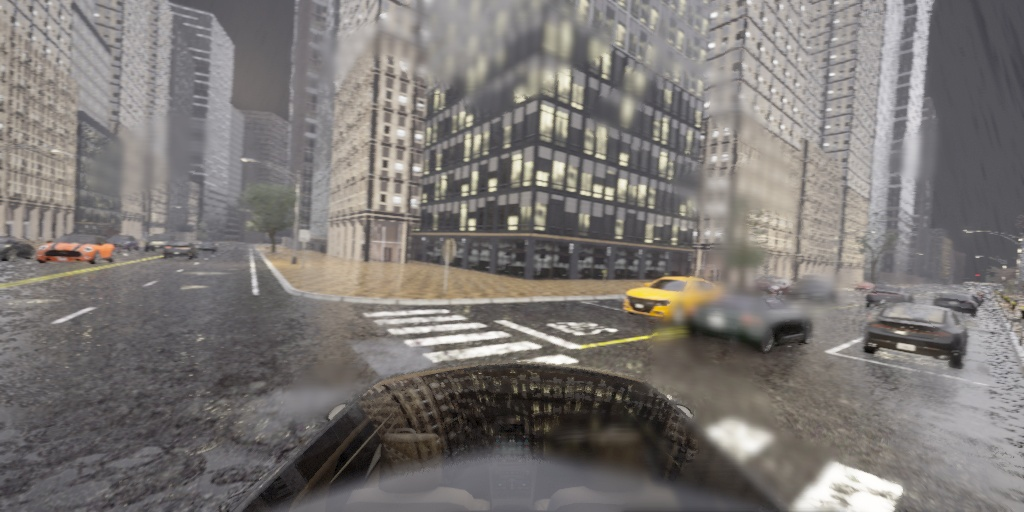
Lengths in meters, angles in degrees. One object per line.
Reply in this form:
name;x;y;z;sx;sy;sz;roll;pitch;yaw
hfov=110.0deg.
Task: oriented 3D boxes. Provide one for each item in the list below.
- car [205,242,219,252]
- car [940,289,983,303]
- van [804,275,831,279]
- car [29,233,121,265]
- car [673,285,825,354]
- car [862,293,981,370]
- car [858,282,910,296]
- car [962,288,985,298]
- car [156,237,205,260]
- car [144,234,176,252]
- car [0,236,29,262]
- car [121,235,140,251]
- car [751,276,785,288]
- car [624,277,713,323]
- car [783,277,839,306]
car;-40.884;-1.252;48.245;1.994;1.385;4.181;3;0;-36
car;28.788;3.099;23.285;4.313;1.339;1.948;0;0;-37
van;28.283;2.711;33.379;3.998;1.789;1.690;0;0;-37
car;-25.136;-0.477;20.856;2.097;1.767;4.553;3;0;-36
car;6.753;1.693;10.110;4.181;1.385;1.994;4;1;-35
car;10.851;1.979;9.631;4.403;1.370;2.007;0;0;-37
car;24.708;2.732;23.405;4.902;1.511;2.128;4;1;-37
car;42.300;3.930;33.449;4.313;1.339;1.948;0;0;-37
car;-27.391;-0.506;29.771;2.128;1.511;4.902;3;0;-36
car;-39.093;-1.452;40.128;2.150;2.045;5.566;3;0;-36
car;-28.173;-0.420;19.497;1.994;1.385;4.181;3;0;-36
car;-41.956;-1.471;38.537;2.097;1.767;4.553;3;1;-36
car;19.277;2.256;26.604;4.097;1.591;1.967;0;0;-37
car;6.298;1.532;13.552;5.008;1.535;1.882;3;1;-37
car;20.451;2.432;24.190;4.892;1.490;1.837;3;1;-37
